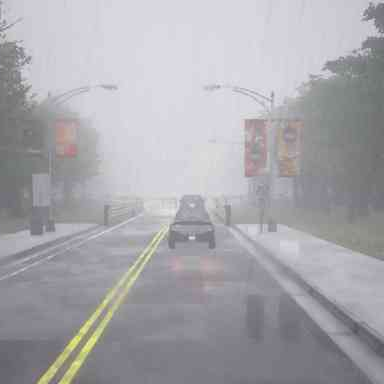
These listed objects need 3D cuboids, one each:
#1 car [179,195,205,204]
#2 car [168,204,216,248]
[{"bbox_3d":[0.001,1.248,29.683,2.150,2.045,5.566,0,0,0],"label":"car"},{"bbox_3d":[0.000,1.489,14.651,2.128,1.511,4.902,0,0,0],"label":"car"}]
